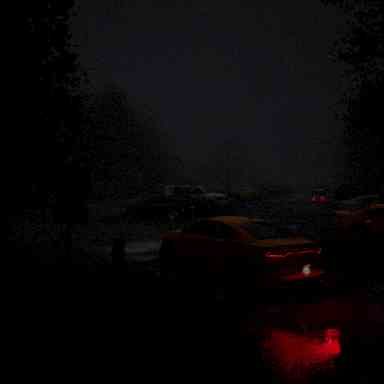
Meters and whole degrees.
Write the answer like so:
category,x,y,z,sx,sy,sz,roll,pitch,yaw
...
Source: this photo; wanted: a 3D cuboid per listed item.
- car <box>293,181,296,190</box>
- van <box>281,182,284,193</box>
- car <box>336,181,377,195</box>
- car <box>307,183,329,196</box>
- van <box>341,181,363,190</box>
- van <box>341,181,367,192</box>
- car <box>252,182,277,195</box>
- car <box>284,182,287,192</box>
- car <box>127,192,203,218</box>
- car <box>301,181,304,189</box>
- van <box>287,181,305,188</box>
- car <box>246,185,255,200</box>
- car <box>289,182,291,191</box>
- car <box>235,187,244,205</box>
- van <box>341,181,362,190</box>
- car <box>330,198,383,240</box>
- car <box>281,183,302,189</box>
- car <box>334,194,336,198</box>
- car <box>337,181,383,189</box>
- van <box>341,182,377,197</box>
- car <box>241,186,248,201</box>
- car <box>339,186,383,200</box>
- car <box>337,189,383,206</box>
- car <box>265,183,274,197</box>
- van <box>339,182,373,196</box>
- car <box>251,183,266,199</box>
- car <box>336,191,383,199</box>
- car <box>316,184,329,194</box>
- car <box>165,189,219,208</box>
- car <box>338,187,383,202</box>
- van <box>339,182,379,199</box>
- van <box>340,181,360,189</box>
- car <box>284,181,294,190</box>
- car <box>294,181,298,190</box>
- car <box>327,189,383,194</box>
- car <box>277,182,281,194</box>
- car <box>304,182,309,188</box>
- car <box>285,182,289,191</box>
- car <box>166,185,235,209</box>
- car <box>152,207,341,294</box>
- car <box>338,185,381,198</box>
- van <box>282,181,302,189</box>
category,x,y,z,sx,sy,sz,roll,pitch,yaw
car,17.182,-0.884,65.208,4.892,1.521,2.231,1,2,24
van,11.624,-0.629,52.488,4.442,1.987,1.878,1,2,24
car,25.665,-0.635,52.207,5.566,2.045,2.435,1,2,24
car,18.185,-0.197,47.515,2.128,1.511,4.902,1,2,24
van,36.011,-1.475,75.014,4.442,1.987,1.878,1,2,24
van,31.494,-1.092,64.903,4.442,1.987,1.878,1,2,24
car,9.284,-0.335,47.462,4.553,1.767,2.185,1,3,24
car,12.623,-0.472,55.090,4.792,1.488,2.163,1,2,24
car,-2.084,0.983,22.176,4.792,1.488,2.163,1,3,24
car,22.829,-1.366,77.879,5.008,1.535,2.097,1,2,24
van,28.379,-2.000,90.569,4.442,1.987,1.878,1,1,24
car,3.431,0.347,34.900,5.366,1.575,1.946,1,3,24
car,14.886,-0.664,60.157,4.792,1.488,2.163,1,2,24
car,1.507,0.593,29.684,5.366,1.575,1.946,1,3,24
van,37.089,-1.567,77.428,4.442,1.987,1.878,1,2,24
car,8.803,1.279,14.423,5.008,1.535,2.097,1,3,24
car,23.968,-1.422,80.410,4.674,1.452,2.002,1,2,24
car,10.989,1.074,19.375,4.792,1.488,2.163,1,3,24
car,15.557,0.314,29.445,5.566,2.045,2.435,1,3,24
van,23.538,-0.416,47.094,4.442,1.987,1.878,1,2,24
car,2.475,0.474,32.290,4.892,1.521,2.231,1,3,24
car,20.072,0.135,39.559,4.792,1.488,2.163,1,3,24
car,16.635,0.474,32.007,4.792,1.488,2.163,1,3,24
car,7.164,0.000,42.343,5.366,1.575,1.946,1,3,24
van,24.455,-0.515,49.717,4.442,1.987,1.878,1,2,24
car,5.744,0.104,40.074,5.366,1.575,1.946,1,3,24
car,9.966,1.034,16.930,4.553,1.767,2.185,1,3,24
car,22.383,-0.568,56.911,1.882,1.535,5.008,1,2,24
car,-0.921,0.834,24.693,5.008,1.535,2.097,1,3,24
car,18.996,0.238,37.151,4.792,1.488,2.163,1,3,24
van,21.069,-0.224,42.116,4.442,1.987,1.878,1,3,24
van,38.059,-1.671,80.172,4.442,1.987,1.878,1,2,24
car,15.875,-0.795,62.753,5.366,1.575,1.946,1,2,24
car,18.302,-0.981,67.746,4.892,1.521,2.231,1,2,24
car,13.105,0.799,24.491,5.366,1.575,1.946,1,3,24
car,10.413,-0.279,49.999,4.792,1.488,2.163,1,2,24
car,26.255,-1.905,85.455,5.566,2.045,2.435,1,2,24
car,13.754,-0.568,57.624,4.792,1.488,2.163,1,2,24
car,0.231,0.463,27.204,5.566,2.045,2.435,1,3,24
car,0.942,1.359,8.600,1.882,1.535,5.008,2,-1,-32
car,22.308,-0.096,44.621,5.008,1.535,2.097,1,2,24
van,24.991,-1.786,82.982,4.442,1.987,1.878,1,2,24
